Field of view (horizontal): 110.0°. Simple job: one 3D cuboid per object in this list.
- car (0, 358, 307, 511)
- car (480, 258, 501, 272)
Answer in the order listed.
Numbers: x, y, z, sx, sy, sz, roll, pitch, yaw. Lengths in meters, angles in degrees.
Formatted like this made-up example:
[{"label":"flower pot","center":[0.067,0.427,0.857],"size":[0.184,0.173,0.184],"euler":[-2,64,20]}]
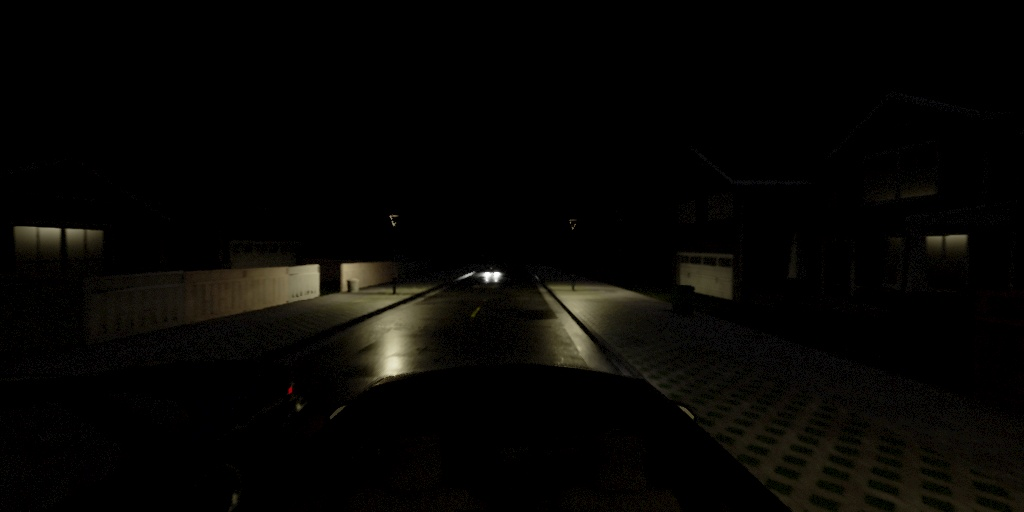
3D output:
[{"label":"car","center":[-2.840,1.295,0.998],"size":[2.033,1.411,5.357],"euler":[0,0,0]},{"label":"car","center":[-2.367,1.165,44.219],"size":[2.128,1.511,4.902],"euler":[0,0,1]}]
